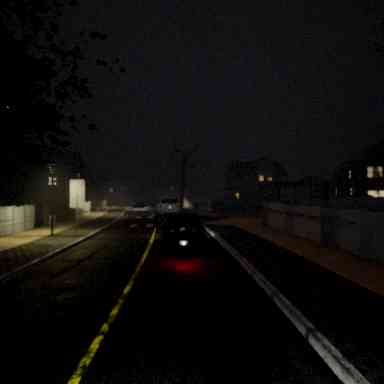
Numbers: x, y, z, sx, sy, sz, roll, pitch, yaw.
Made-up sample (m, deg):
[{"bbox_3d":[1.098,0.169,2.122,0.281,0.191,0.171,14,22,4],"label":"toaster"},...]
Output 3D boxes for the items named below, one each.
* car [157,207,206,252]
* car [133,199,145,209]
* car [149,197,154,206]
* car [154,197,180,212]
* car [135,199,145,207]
[{"bbox_3d":[-0.457,1.627,14.589,1.837,1.490,4.892,0,-1,-3],"label":"car"},{"bbox_3d":[-9.028,2.174,56.617,1.994,1.385,4.181,0,-1,-9],"label":"car"},{"bbox_3d":[-8.359,2.363,71.498,2.033,1.411,5.357,0,-1,-7],"label":"car"},{"bbox_3d":[-2.523,1.550,34.810,2.150,2.045,5.566,0,-1,-8],"label":"car"},{"bbox_3d":[-11.203,2.358,72.075,2.128,1.511,4.902,0,-1,-8],"label":"car"}]
